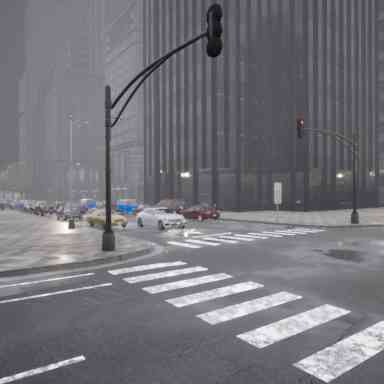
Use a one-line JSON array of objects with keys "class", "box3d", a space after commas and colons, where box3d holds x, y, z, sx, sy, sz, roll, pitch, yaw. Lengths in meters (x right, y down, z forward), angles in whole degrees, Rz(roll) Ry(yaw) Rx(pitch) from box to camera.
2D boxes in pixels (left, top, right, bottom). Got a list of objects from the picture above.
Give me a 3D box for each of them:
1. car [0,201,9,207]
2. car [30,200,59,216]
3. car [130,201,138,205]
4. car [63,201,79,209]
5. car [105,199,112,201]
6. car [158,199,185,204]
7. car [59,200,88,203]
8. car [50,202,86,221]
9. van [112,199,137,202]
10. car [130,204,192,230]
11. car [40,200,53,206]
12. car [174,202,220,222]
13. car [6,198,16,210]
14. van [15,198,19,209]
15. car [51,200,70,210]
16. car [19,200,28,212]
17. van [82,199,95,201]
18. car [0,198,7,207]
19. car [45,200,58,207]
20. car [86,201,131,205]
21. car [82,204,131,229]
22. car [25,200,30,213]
[{"class": "car", "box3d": [-44.356, 2.772, 78.073, 1.802, 1.307, 4.206, -1, 0, -35]}, {"class": "car", "box3d": [-17.677, 1.901, 40.460, 2.192, 1.841, 5.009, -1, 0, -35]}, {"class": "car", "box3d": [-5.279, 2.004, 37.750, 1.802, 1.307, 4.206, -1, 0, -35]}, {"class": "car", "box3d": [-22.656, 2.407, 62.219, 1.802, 1.307, 4.206, -1, 0, -35]}, {"class": "car", "box3d": [-11.163, 1.875, 46.055, 2.192, 1.841, 5.009, -1, 0, -35]}, {"class": "car", "box3d": [-2.347, 1.668, 33.598, 2.192, 1.841, 5.009, -1, 0, -35]}, {"class": "car", "box3d": [-14.396, 2.075, 40.488, 1.812, 1.442, 4.674, 0, -1, -35]}, {"class": "car", "box3d": [-12.018, 2.004, 32.490, 2.008, 1.369, 4.403, -1, 0, -35]}, {"class": "van", "box3d": [-8.224, 1.833, 41.903, 1.690, 1.788, 3.998, -1, 0, -35]}, {"class": "car", "box3d": [-2.281, 1.790, 23.399, 1.812, 1.442, 4.674, 0, -1, -37]}, {"class": "car", "box3d": [-34.697, 2.661, 79.191, 1.947, 1.339, 4.313, -1, 0, -35]}, {"class": "car", "box3d": [0.597, 1.828, 29.446, 1.887, 1.381, 4.507, -1, 0, -35]}, {"class": "car", "box3d": [-31.913, 2.354, 60.529, 1.967, 1.590, 4.097, -1, 0, -35]}, {"class": "van", "box3d": [-26.158, 2.123, 52.414, 1.690, 1.788, 3.998, -1, 0, -35]}, {"class": "car", "box3d": [-23.018, 2.271, 57.971, 1.882, 1.535, 5.008, 0, -1, -35]}, {"class": "car", "box3d": [-23.328, 2.157, 48.429, 1.967, 1.590, 4.097, -1, 0, -35]}, {"class": "van", "box3d": [-17.040, 2.038, 54.360, 1.690, 1.788, 3.998, -1, 0, -35]}, {"class": "car", "box3d": [-41.246, 2.668, 73.687, 1.887, 1.381, 4.507, -1, 0, -35]}, {"class": "car", "box3d": [-31.686, 2.596, 74.947, 1.947, 1.339, 4.313, -1, 0, -35]}, {"class": "car", "box3d": [-8.041, 1.891, 31.507, 2.128, 1.511, 4.902, 0, -1, -35]}, {"class": "car", "box3d": [-6.266, 1.843, 24.382, 1.752, 1.417, 4.829, -1, 0, -35]}, {"class": "car", "box3d": [-20.499, 2.196, 44.444, 1.887, 1.381, 4.507, -1, 0, -35]}]
